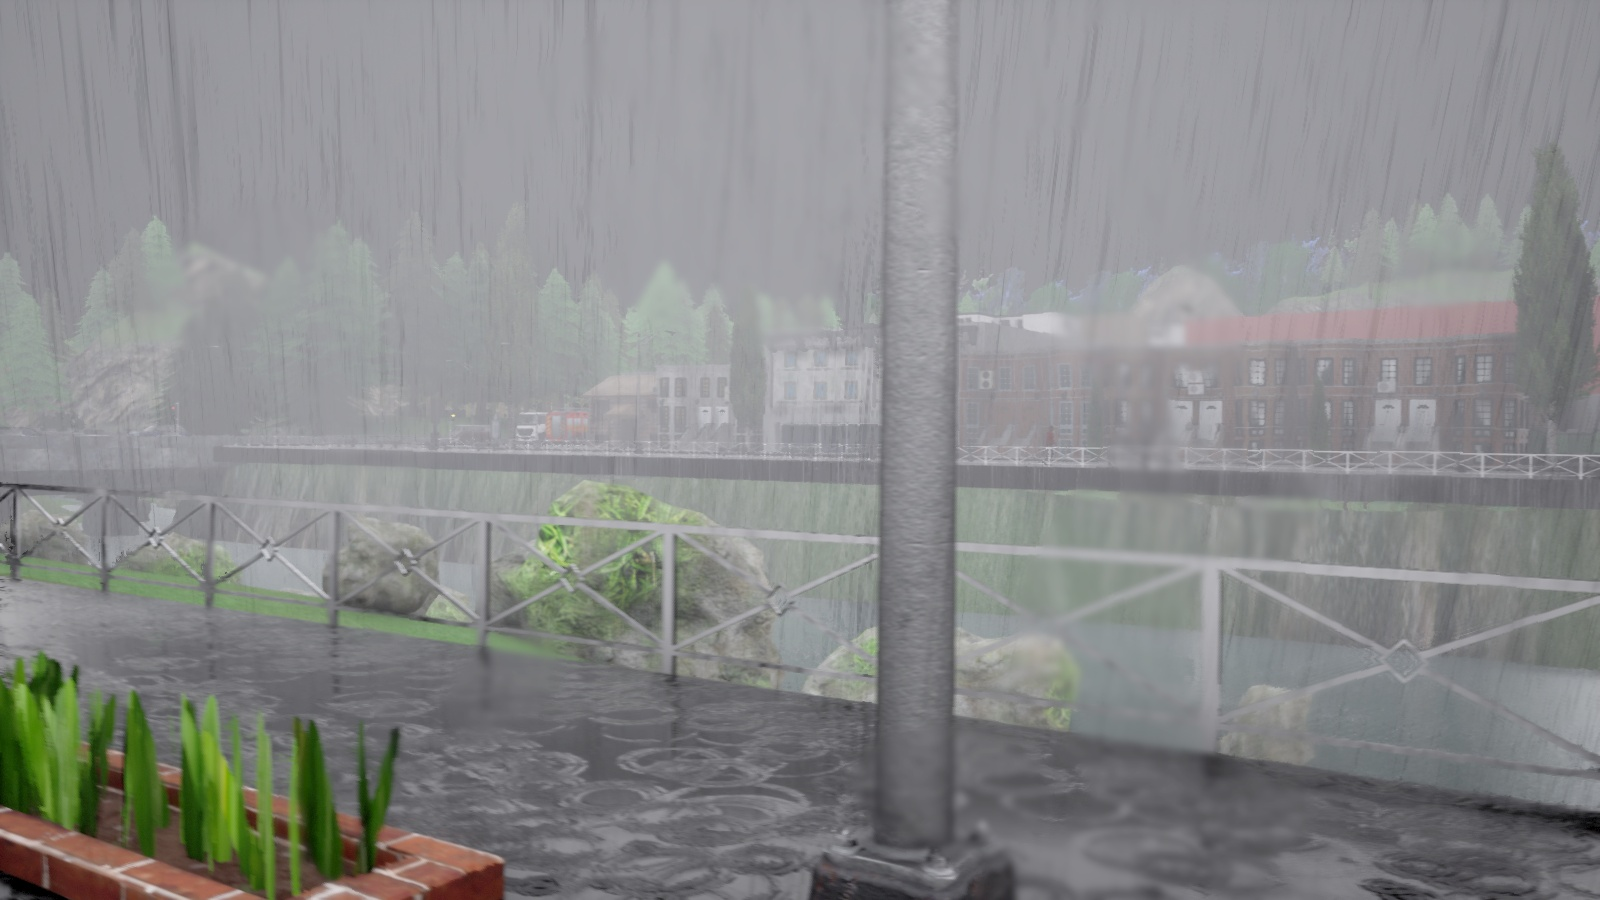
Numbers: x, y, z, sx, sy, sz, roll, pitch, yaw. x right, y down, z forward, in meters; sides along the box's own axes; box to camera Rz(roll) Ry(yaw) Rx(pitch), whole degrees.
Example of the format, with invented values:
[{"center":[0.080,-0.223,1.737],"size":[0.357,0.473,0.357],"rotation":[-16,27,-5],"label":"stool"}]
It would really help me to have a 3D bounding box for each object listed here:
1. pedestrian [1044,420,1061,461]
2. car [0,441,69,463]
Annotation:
[{"center":[11.296,-0.428,56.170],"size":[0.636,1.846,0.331],"rotation":[0,1,34],"label":"pedestrian"},{"center":[-52.111,0.107,83.798],"size":[2.033,1.411,5.357],"rotation":[0,1,34],"label":"car"}]
